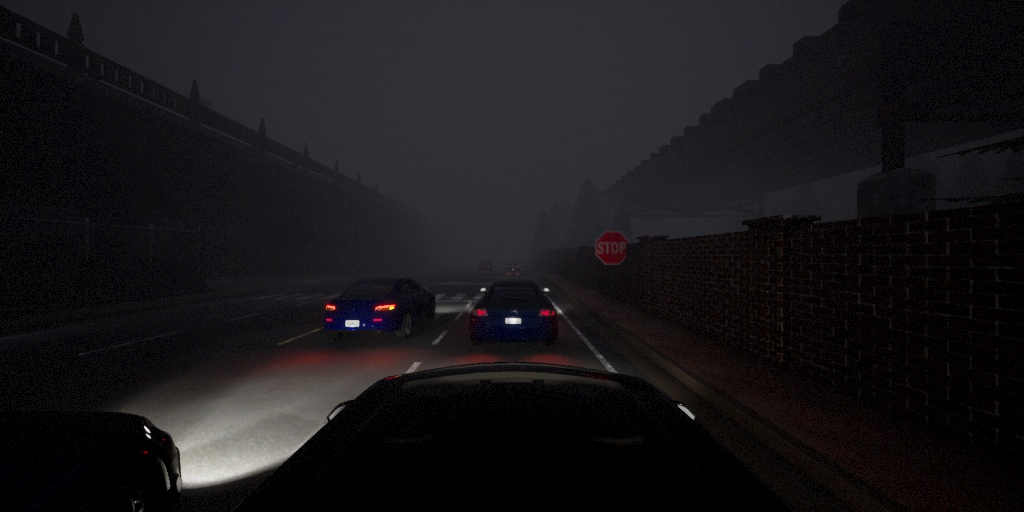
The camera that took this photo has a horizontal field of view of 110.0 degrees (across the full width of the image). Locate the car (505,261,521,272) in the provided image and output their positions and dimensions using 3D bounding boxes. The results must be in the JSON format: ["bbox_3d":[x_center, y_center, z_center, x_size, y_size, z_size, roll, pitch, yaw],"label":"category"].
[{"bbox_3d":[0.106,1.351,46.223,1.895,1.301,4.718,0,0,-1],"label":"car"}]

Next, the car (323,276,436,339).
[{"bbox_3d":[-3.412,1.276,9.952,1.812,1.442,4.674,0,0,0],"label":"car"}]

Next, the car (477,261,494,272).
[{"bbox_3d":[-3.388,1.297,46.017,2.033,1.411,5.357,0,0,-1],"label":"car"}]

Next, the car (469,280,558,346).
[{"bbox_3d":[0.070,1.314,9.429,1.994,1.385,4.181,0,0,1],"label":"car"}]

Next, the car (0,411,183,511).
[{"bbox_3d":[-3.399,1.314,0.856,1.994,1.385,4.181,0,0,0],"label":"car"}]
